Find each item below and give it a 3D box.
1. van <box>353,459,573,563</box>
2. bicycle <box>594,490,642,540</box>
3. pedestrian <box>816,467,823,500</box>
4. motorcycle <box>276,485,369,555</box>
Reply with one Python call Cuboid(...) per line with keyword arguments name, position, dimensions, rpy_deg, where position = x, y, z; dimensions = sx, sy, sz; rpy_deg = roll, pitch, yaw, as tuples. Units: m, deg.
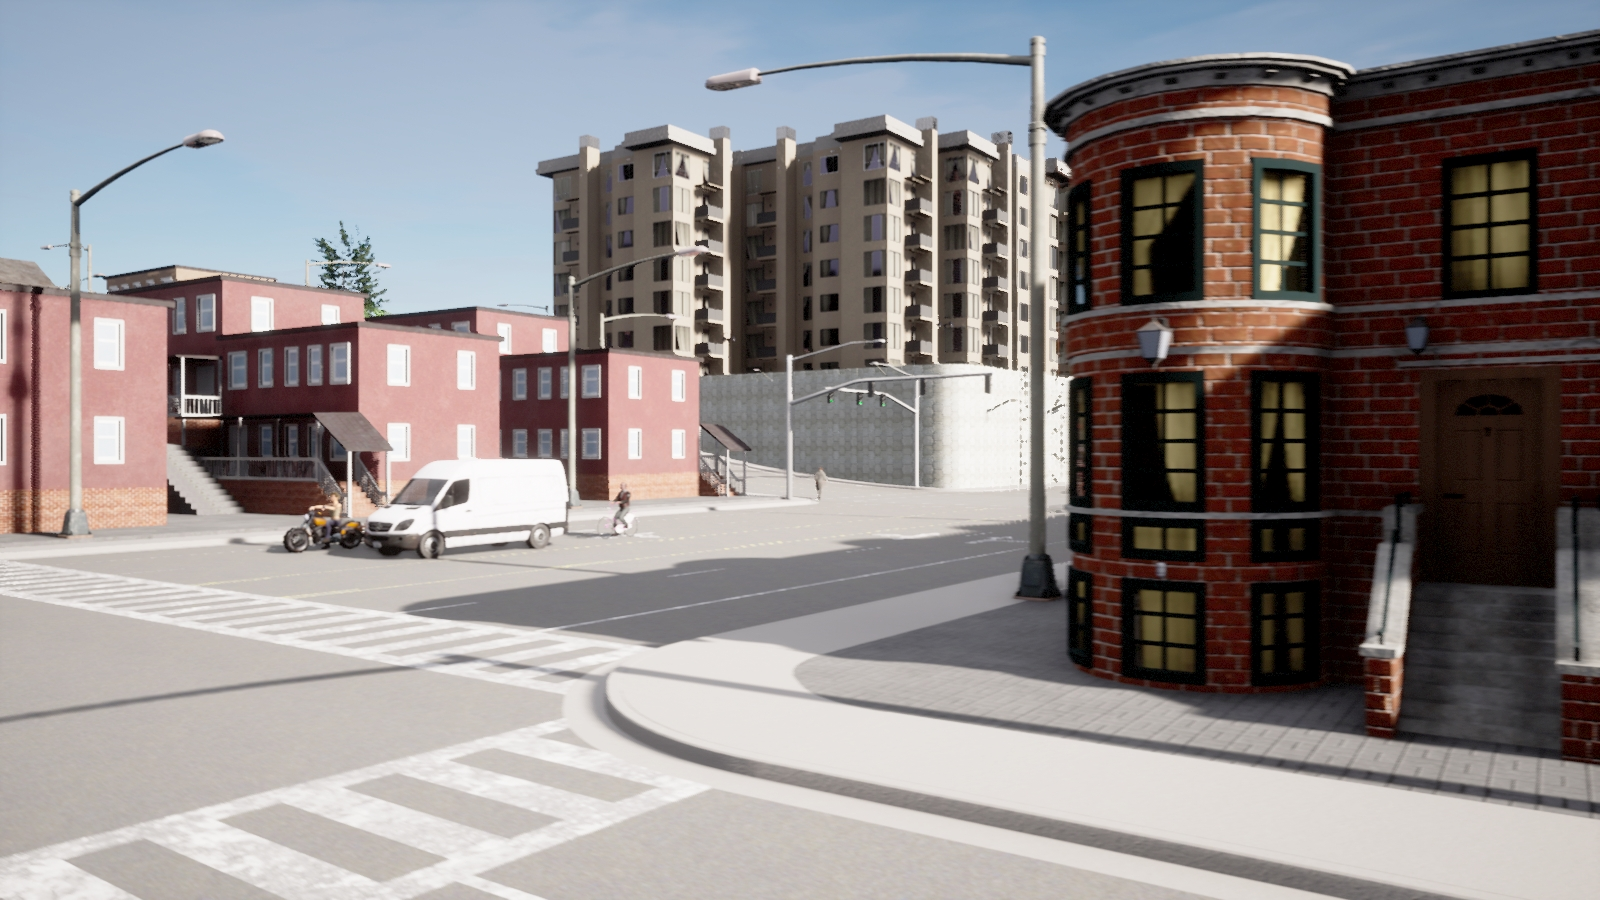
Cuboid(name="van", position=(-9.162, 1.553, 31.671), dimensions=(1.988, 2.561, 5.915), rpy_deg=(0, 0, 35))
Cuboid(name="bicycle", position=(-5.796, 2.065, 36.471), dimensions=(0.329, 1.496, 1.835), rpy_deg=(-1, 0, 35))
Cuboid(name="pedestrian", position=(1.094, 1.866, 63.944), dimensions=(0.375, 1.860, 0.375), rpy_deg=(0, 0, 13))
Cuboid(name="motorcycle", position=(-13.287, 1.929, 31.887), dimensions=(0.764, 1.802, 2.356), rpy_deg=(0, 0, 35))
